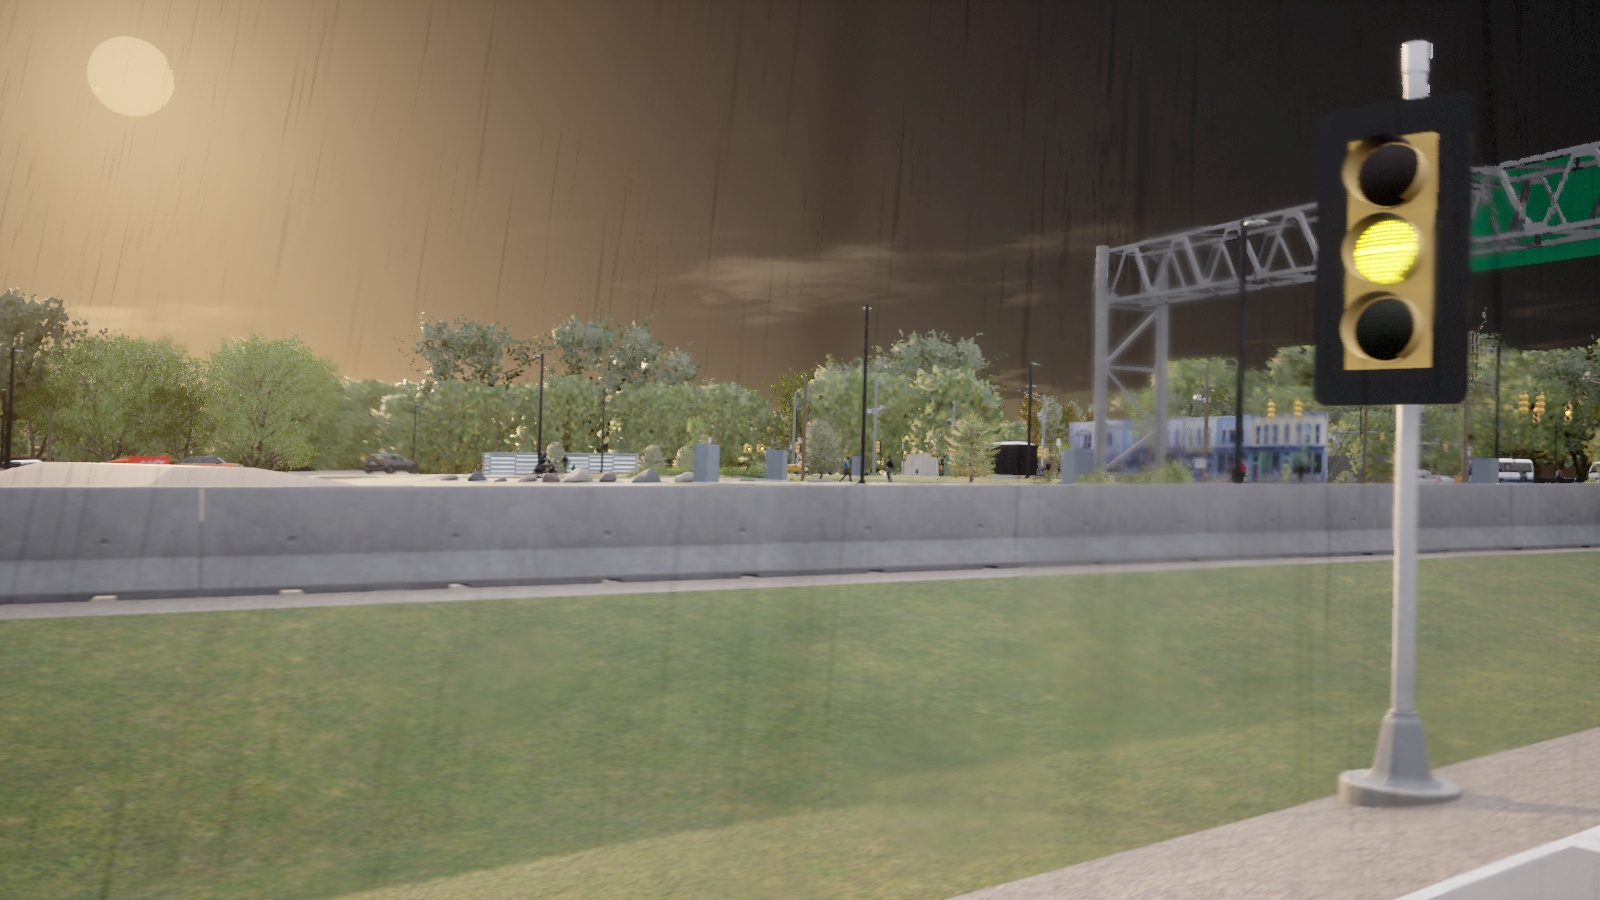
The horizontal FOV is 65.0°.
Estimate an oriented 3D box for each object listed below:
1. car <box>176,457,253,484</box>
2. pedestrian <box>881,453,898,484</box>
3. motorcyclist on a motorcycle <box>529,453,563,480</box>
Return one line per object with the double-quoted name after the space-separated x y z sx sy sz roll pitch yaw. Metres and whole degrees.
-40.407 1.386 86.751 4.553 1.767 2.097 -1 0 -15 "car"
5.669 1.170 79.291 0.849 1.883 0.563 2 -2 -33 "pedestrian"
-14.783 0.963 73.089 1.817 1.590 0.866 0 -2 26 "motorcyclist on a motorcycle"
